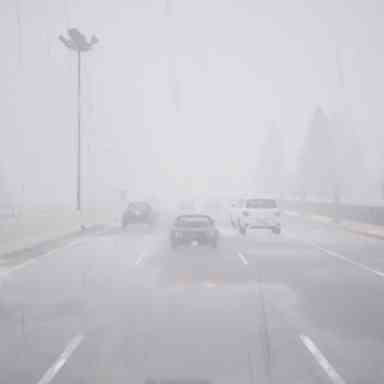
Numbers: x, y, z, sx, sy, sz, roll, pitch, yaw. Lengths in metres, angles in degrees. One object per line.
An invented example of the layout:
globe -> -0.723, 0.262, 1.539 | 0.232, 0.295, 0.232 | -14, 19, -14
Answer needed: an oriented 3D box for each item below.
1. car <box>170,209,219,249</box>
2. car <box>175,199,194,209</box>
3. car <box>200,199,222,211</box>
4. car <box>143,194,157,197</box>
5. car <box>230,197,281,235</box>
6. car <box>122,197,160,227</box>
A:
car -> 0.091, 1.643, 14.758 | 1.895, 1.301, 4.718 | 0, 0, 0
car -> -1.036, 1.669, 43.466 | 2.033, 1.411, 5.357 | 0, 0, -11
car -> 2.486, 1.672, 43.470 | 2.033, 1.411, 5.357 | 0, 0, -11
car -> -6.934, 1.369, 53.896 | 2.150, 2.045, 5.566 | 1, 0, -18
car -> 3.585, 1.280, 19.524 | 2.150, 2.045, 5.566 | 0, 0, 0
car -> -3.446, 1.415, 23.211 | 2.097, 1.767, 4.553 | 0, 0, -1
